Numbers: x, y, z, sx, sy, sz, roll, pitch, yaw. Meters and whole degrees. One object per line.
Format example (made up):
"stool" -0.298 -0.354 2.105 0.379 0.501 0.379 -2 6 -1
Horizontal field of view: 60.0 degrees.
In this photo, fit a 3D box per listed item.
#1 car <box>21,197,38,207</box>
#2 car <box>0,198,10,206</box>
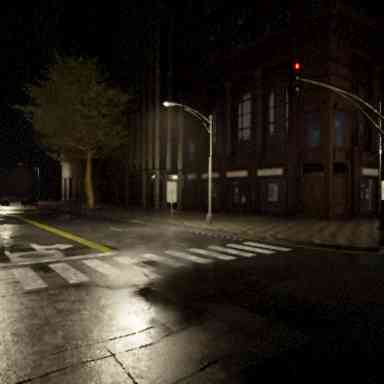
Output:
"car" -25.843 1.561 52.806 1.837 1.490 4.892 0 0 -36
"car" -31.450 1.599 55.027 1.994 1.385 4.181 0 0 -36
